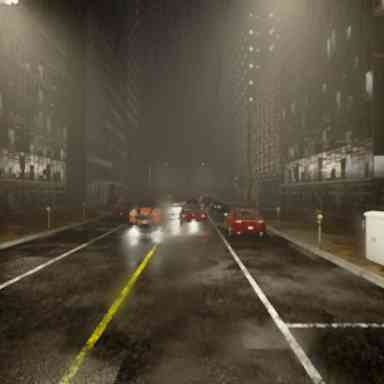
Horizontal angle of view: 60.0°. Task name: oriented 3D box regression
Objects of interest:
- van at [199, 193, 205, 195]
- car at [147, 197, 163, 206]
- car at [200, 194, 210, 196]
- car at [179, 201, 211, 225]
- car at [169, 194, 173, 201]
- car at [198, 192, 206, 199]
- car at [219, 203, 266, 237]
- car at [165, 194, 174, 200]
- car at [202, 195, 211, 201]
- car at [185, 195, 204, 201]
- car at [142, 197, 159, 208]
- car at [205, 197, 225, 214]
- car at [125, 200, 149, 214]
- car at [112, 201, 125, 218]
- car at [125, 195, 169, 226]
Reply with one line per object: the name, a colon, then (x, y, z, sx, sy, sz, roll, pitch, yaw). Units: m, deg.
van: (2.690, 1.191, 63.083, 1.690, 1.788, 3.998, 0, 0, 0)
car: (-5.691, 1.449, 51.706, 1.947, 1.339, 4.313, 0, 0, 0)
car: (2.690, 1.433, 57.390, 1.947, 1.339, 4.313, 0, 0, 0)
car: (0.099, 1.557, 23.660, 1.895, 1.301, 4.718, 0, 0, 0)
car: (-5.692, 1.318, 79.999, 1.752, 1.417, 4.829, 0, 0, 0)
car: (2.690, 1.066, 91.543, 2.192, 1.841, 5.009, 0, 0, 0)
car: (2.691, 1.514, 17.545, 1.887, 1.381, 4.507, 0, 0, 0)
car: (-5.692, 1.322, 85.863, 2.008, 1.369, 4.403, 0, 0, 0)
car: (2.690, 1.466, 46.006, 1.947, 1.339, 4.313, 0, 0, 0)
car: (0.098, 1.476, 41.495, 1.994, 1.385, 4.181, 0, 0, 0)
car: (-5.690, 1.444, 46.014, 1.887, 1.381, 4.507, 0, 0, 0)
car: (2.690, 1.495, 34.622, 1.947, 1.339, 4.313, 0, 0, 0)
car: (-5.690, 1.511, 34.629, 1.802, 1.307, 4.206, 0, 0, 0)
car: (-5.690, 1.488, 28.935, 1.887, 1.381, 4.507, 0, 0, 0)
car: (-3.000, 1.308, 23.202, 2.097, 1.767, 4.553, 0, 0, 0)
